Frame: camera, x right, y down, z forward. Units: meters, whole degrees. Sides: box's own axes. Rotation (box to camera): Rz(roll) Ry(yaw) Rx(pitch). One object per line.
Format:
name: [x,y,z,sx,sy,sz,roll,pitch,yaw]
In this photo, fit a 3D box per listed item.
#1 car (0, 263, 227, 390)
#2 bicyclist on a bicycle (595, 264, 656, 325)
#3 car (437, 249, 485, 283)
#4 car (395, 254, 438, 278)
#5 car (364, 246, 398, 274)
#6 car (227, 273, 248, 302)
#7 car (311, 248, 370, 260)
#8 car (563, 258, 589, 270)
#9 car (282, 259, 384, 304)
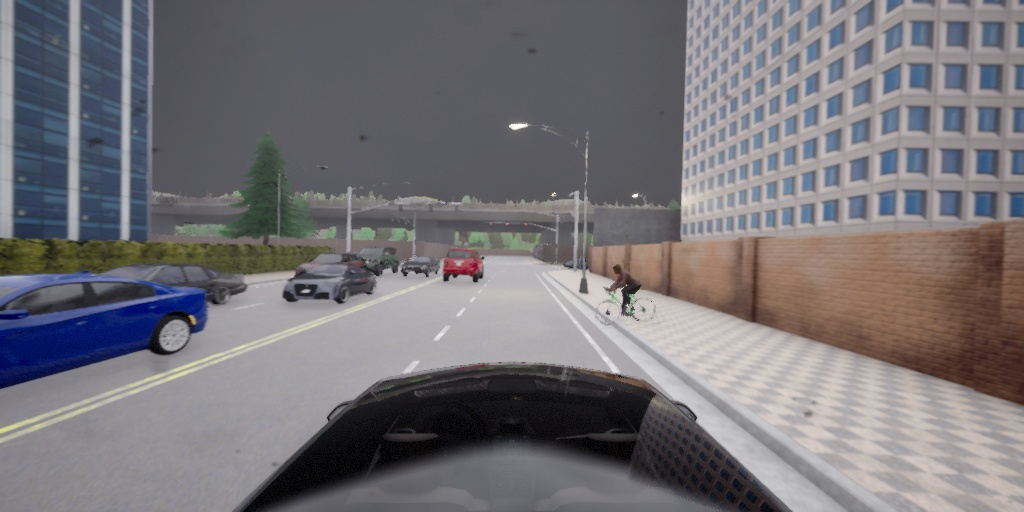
car: [-7.056,1.014,5.086,1.882,1.535,5.008,1,1,1]
bicyclist on a bicycle: [3.040,1.039,9.710,1.656,1.620,0.582,-5,1,1]
car: [-3.111,0.575,23.809,2.150,2.045,5.566,1,0,1]
car: [-6.676,0.690,26.833,2.033,1.411,5.357,1,1,1]
car: [-10.168,0.284,26.843,2.150,2.045,5.566,1,1,1]
car: [-10.485,0.924,10.571,2.033,1.411,5.357,1,1,1]
car: [-10.321,0.587,20.682,2.097,1.767,4.553,1,1,1]
car: [8.486,0.887,40.058,5.357,1.411,2.033,1,1,-3]
car: [-6.933,0.973,14.085,1.994,1.385,4.181,1,1,1]
